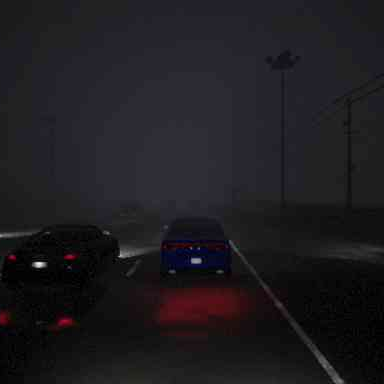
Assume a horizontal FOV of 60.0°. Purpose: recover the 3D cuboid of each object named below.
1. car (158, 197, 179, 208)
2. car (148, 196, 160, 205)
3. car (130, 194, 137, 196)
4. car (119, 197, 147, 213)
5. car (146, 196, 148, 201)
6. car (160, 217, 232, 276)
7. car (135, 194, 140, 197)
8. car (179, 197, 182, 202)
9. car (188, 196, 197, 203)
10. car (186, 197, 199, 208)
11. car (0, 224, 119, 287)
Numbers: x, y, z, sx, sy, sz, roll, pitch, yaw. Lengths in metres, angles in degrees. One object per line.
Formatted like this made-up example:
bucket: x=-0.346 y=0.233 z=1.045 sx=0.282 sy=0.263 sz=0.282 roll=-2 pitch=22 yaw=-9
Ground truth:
car: x=-3.394 y=1.694 z=49.646 sx=2.033 sy=1.411 sz=5.357 roll=0 pitch=0 yaw=0
car: x=-6.890 y=1.547 z=65.683 sx=2.097 sy=1.767 sz=4.553 roll=0 pitch=0 yaw=0
car: x=-13.990 y=1.753 z=71.926 sx=2.033 sy=1.411 sz=5.357 roll=0 pitch=0 yaw=0
car: x=-6.896 y=1.642 z=39.217 sx=1.812 sy=1.442 sz=4.674 roll=0 pitch=0 yaw=0
car: x=-10.489 y=1.738 z=80.640 sx=1.837 sy=1.490 sz=4.892 roll=0 pitch=0 yaw=0
car: x=0.101 y=1.509 z=10.520 sx=1.882 sy=1.535 sz=5.008 roll=0 pitch=0 yaw=0
car: x=-13.989 y=1.466 z=81.560 sx=2.150 sy=2.045 sz=5.566 roll=0 pitch=0 yaw=0
car: x=-3.489 y=1.790 z=80.467 sx=1.994 sy=1.385 sz=4.181 roll=0 pitch=0 yaw=0
car: x=0.010 y=1.768 z=77.204 sx=2.033 sy=1.411 sz=5.357 roll=0 pitch=0 yaw=0
car: x=0.107 y=1.698 z=50.902 sx=2.033 sy=1.411 sz=5.357 roll=0 pitch=0 yaw=0
car: x=-3.398 y=1.593 z=9.409 sx=1.994 sy=1.385 sz=4.181 roll=0 pitch=0 yaw=0
